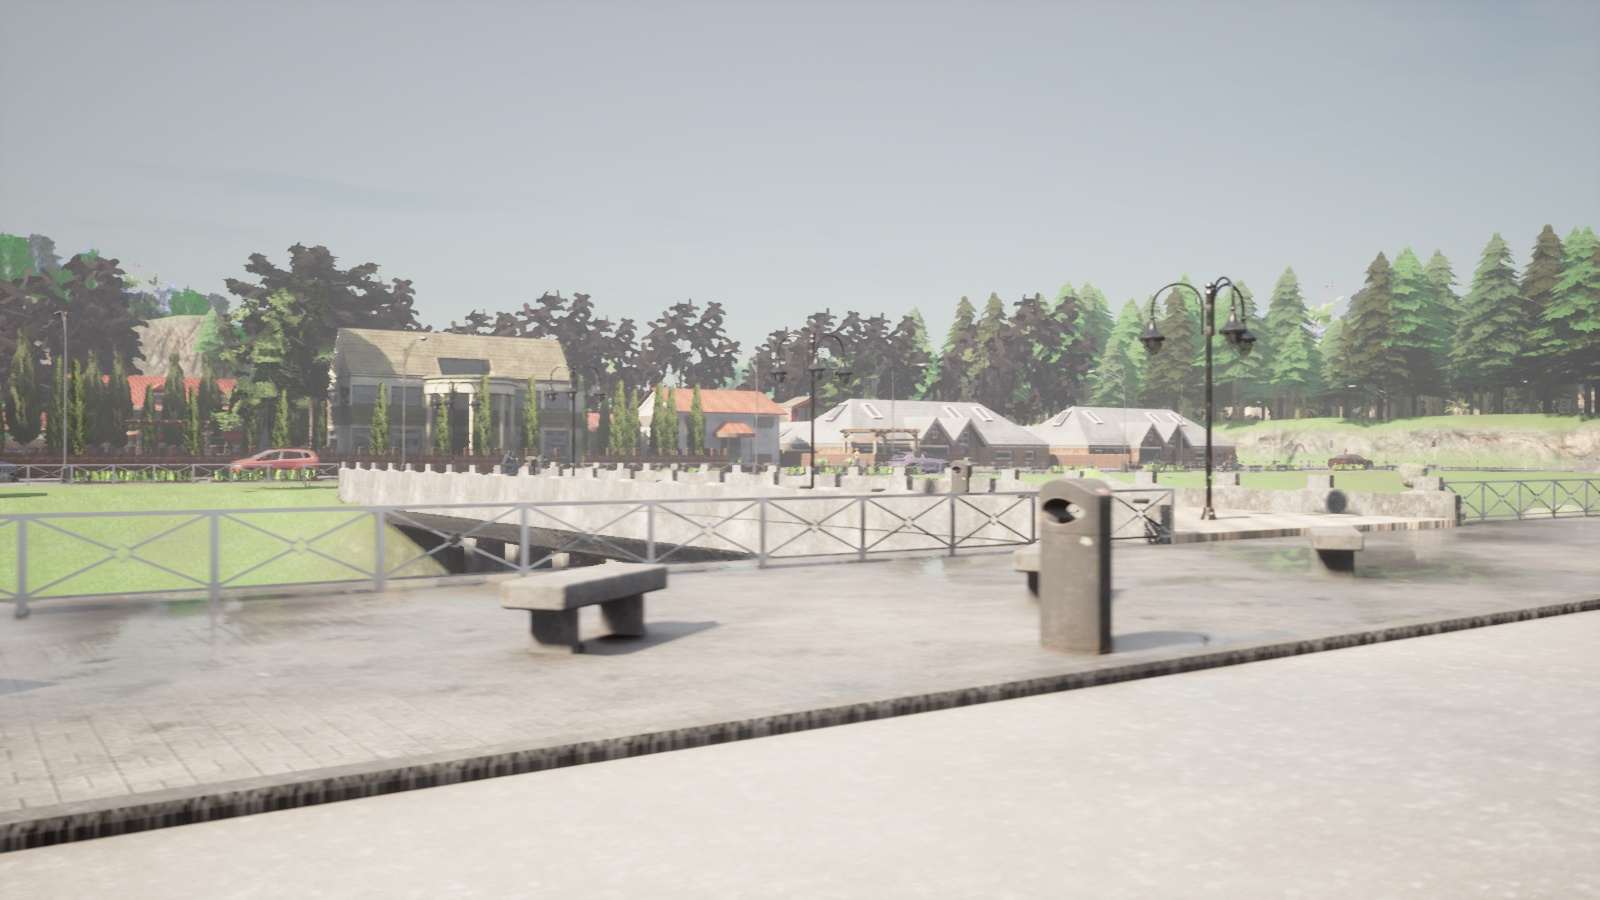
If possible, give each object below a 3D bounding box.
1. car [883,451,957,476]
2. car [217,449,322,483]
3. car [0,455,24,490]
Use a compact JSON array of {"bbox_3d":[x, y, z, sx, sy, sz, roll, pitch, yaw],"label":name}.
[{"bbox_3d":[8.163,0.866,85.095,4.856,1.649,2.033,0,0,-35],"label":"car"},{"bbox_3d":[-27.508,0.807,65.151,4.611,1.667,2.242,0,0,-35],"label":"car"},{"bbox_3d":[-35.855,0.968,54.469,3.633,1.501,1.845,0,0,-35],"label":"car"}]
